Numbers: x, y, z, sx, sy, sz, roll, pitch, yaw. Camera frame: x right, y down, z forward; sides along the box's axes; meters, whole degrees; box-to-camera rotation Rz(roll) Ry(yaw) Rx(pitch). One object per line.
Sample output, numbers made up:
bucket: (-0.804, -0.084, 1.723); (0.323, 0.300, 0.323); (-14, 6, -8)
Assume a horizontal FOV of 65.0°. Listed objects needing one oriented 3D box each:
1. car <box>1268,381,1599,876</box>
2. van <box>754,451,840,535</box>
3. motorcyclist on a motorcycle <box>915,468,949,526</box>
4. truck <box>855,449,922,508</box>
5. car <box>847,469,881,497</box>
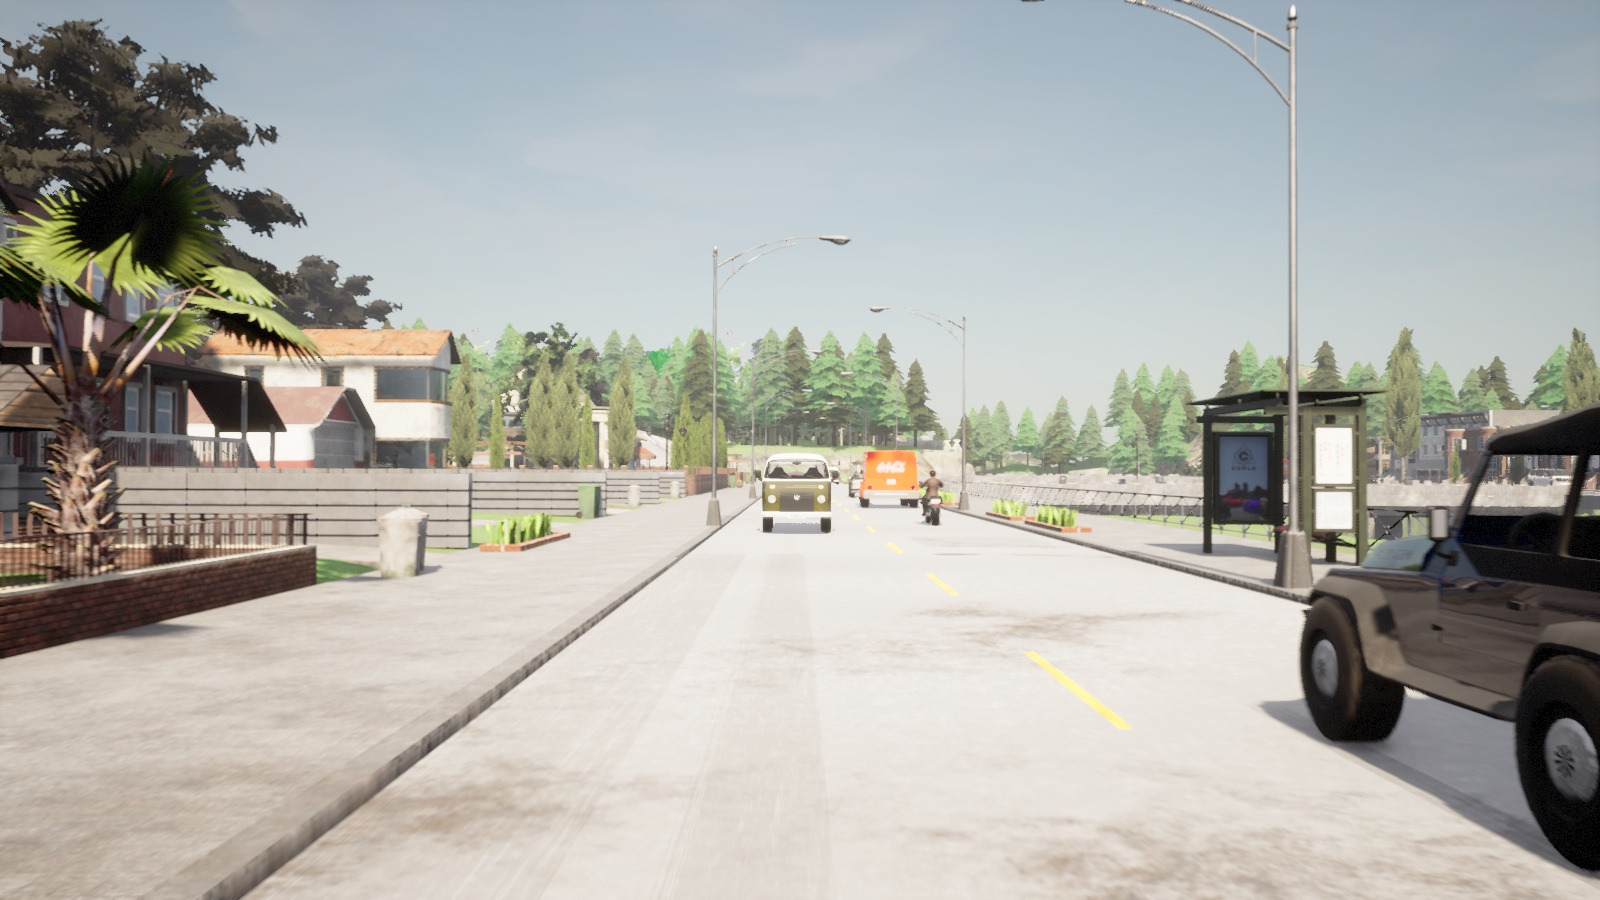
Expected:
car: (3.985, 0.698, 6.171); (1.905, 1.878, 3.866); (0, -1, 0)
van: (-0.078, 1.086, 32.734); (2.069, 2.038, 4.480); (0, -1, 0)
motorcyclist on a motorcycle: (3.912, 1.374, 37.330); (0.766, 1.649, 2.350); (0, -1, 0)
truck: (3.867, 1.247, 55.849); (2.627, 2.467, 5.204); (0, -1, 0)
car: (3.822, 1.962, 75.524); (1.851, 1.617, 3.988); (0, -1, 0)
